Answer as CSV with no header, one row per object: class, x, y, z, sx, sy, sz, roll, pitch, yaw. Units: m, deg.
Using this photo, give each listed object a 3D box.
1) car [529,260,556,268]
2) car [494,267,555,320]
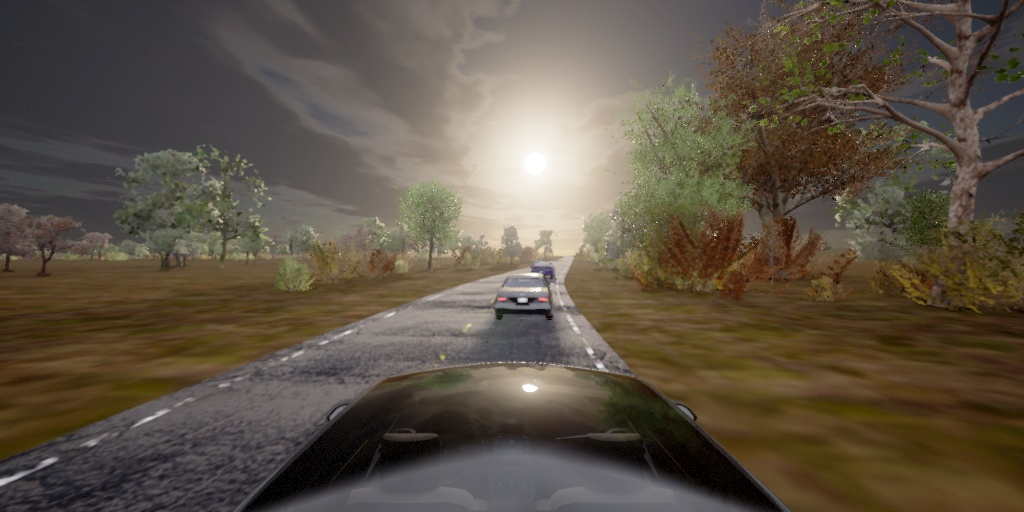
car,2.922,1.210,32.880,1.882,1.535,5.008,0,0,10
car,0.501,1.295,12.679,2.033,1.411,5.357,0,0,5
